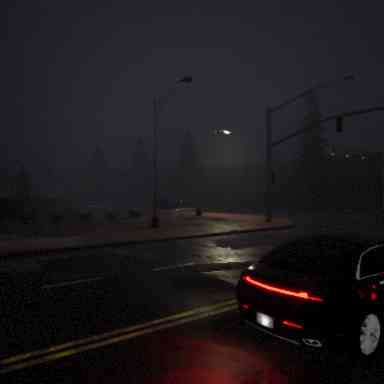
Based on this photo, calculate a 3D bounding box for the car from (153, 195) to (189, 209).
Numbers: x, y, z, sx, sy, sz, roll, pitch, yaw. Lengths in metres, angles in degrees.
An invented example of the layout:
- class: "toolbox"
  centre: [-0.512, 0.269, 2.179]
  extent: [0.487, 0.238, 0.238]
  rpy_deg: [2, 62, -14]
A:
- class: "car"
  centre: [-3.145, 1.456, 43.736]
  extent: [4.892, 1.490, 1.837]
  rpy_deg: [0, 0, 44]

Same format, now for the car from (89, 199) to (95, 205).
- class: "car"
  centre: [-19.038, 1.511, 57.305]
  extent: [4.892, 1.490, 1.837]
  rpy_deg: [0, 0, 16]

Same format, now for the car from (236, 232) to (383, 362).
- class: "car"
  centre: [2.974, 1.493, 5.932]
  extent: [4.892, 1.490, 1.837]
  rpy_deg: [0, 0, -35]

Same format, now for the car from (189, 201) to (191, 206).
- class: "car"
  centre: [-2.350, 1.298, 47.701]
  extent: [4.553, 1.767, 2.097]
  rpy_deg: [0, 0, 40]

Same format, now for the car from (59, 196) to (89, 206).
- class: "car"
  centre: [-20.015, 1.537, 53.945]
  extent: [5.357, 1.411, 2.033]
  rpy_deg: [0, 0, 16]
